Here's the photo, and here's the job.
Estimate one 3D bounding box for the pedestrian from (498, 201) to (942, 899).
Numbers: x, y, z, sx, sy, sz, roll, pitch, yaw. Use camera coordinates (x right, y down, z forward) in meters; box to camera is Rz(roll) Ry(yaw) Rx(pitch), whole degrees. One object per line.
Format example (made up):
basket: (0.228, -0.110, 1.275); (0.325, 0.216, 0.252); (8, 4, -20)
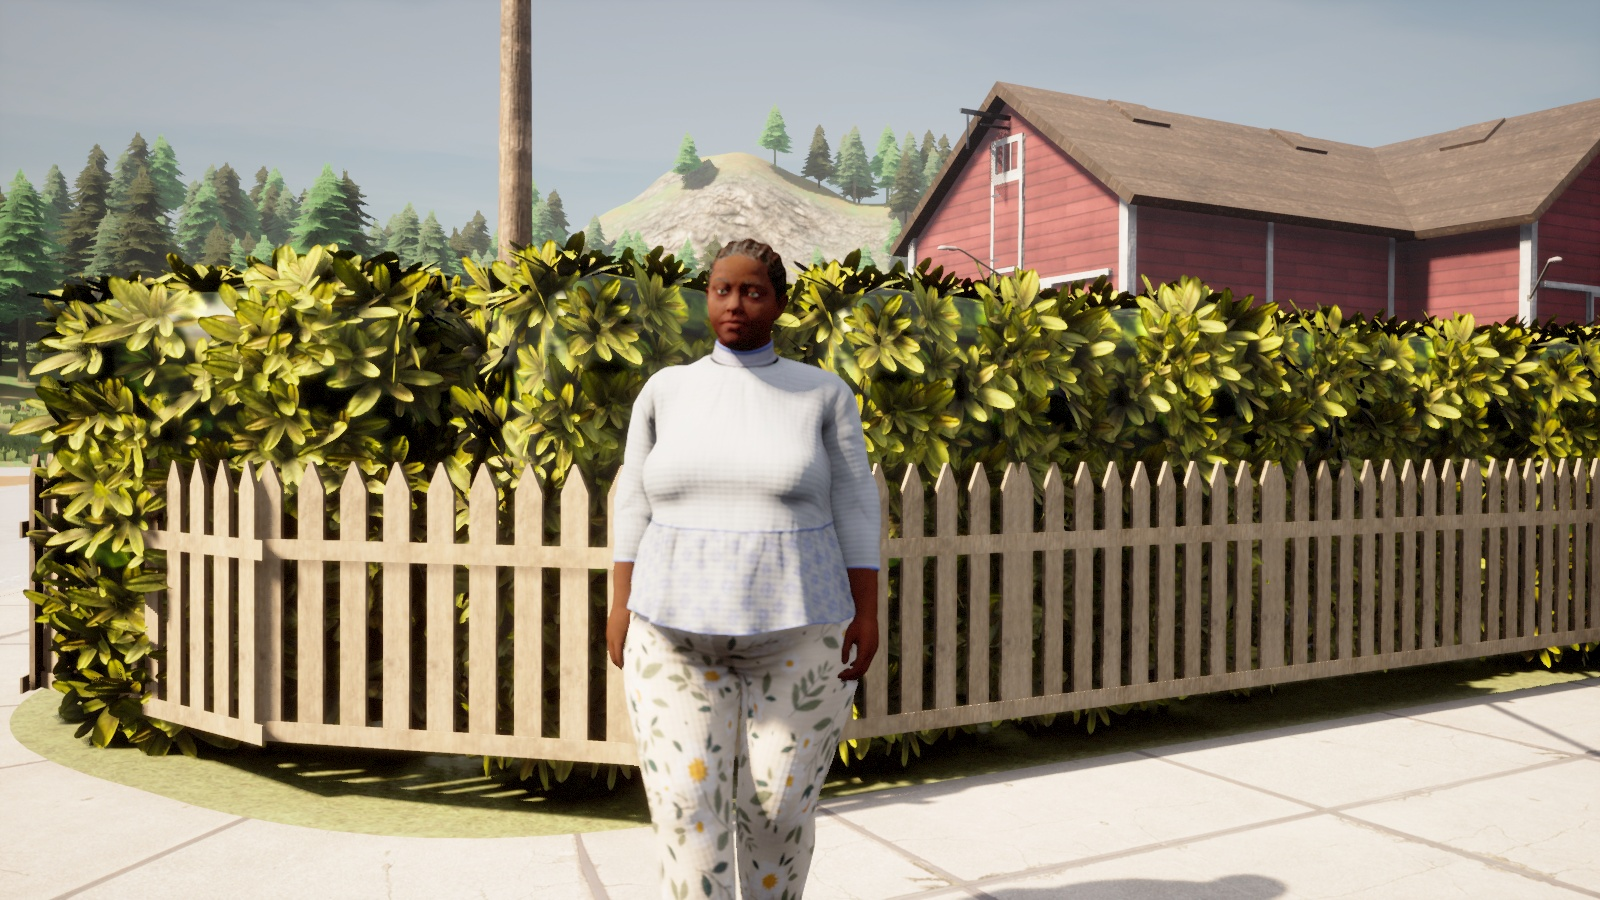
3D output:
pedestrian: (-0.128, 0.421, 3.074); (0.874, 1.855, 0.900); (-1, 1, 10)
